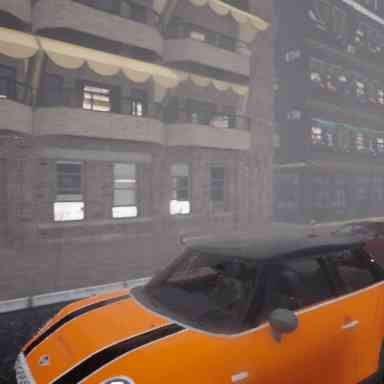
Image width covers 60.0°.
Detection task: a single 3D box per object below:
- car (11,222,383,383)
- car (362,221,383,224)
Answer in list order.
[{"bbox_3d":[0.531,1.359,3.755,4.553,1.767,2.097,0,0,-35],"label":"car"},{"bbox_3d":[5.429,1.599,10.401,4.206,1.307,1.802,0,-1,-35],"label":"car"}]
